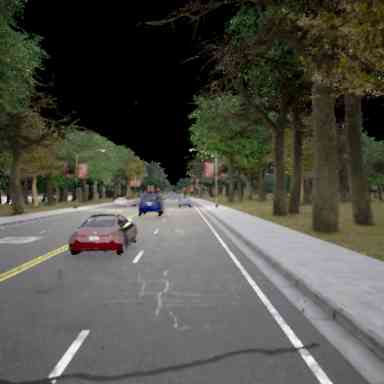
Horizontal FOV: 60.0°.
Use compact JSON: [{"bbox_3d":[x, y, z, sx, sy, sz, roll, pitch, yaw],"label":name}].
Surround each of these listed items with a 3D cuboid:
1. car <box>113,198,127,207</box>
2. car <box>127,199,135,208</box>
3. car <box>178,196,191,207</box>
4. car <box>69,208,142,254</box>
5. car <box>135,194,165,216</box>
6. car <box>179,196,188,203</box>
[{"bbox_3d":[-11.065,1.611,52.235,1.812,1.442,4.674,0,0,-1],"label":"car"},{"bbox_3d":[-7.736,1.602,49.105,2.033,1.411,5.357,0,0,-1],"label":"car"},{"bbox_3d":[-1.102,1.559,50.796,2.033,1.411,5.357,0,0,-2],"label":"car"},{"bbox_3d":[-3.426,1.569,13.495,1.994,1.385,4.181,0,0,-1],"label":"car"},{"bbox_3d":[-3.863,1.225,32.322,2.150,2.045,5.566,0,0,-1],"label":"car"},{"bbox_3d":[-1.885,1.629,73.170,1.994,1.385,4.181,0,0,-2],"label":"car"}]
